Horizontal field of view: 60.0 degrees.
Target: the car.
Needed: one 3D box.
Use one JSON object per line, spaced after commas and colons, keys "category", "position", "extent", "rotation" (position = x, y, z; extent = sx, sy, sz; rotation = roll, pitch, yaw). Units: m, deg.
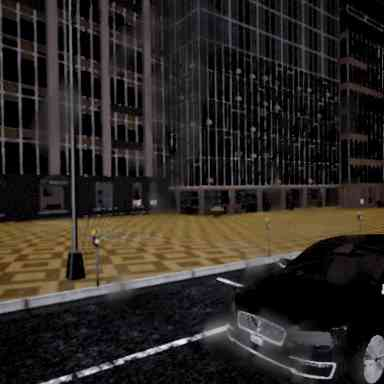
{"category": "car", "position": [2.739, 1.504, 5.346], "extent": [4.892, 1.490, 1.837], "rotation": [0, 0, -36]}
